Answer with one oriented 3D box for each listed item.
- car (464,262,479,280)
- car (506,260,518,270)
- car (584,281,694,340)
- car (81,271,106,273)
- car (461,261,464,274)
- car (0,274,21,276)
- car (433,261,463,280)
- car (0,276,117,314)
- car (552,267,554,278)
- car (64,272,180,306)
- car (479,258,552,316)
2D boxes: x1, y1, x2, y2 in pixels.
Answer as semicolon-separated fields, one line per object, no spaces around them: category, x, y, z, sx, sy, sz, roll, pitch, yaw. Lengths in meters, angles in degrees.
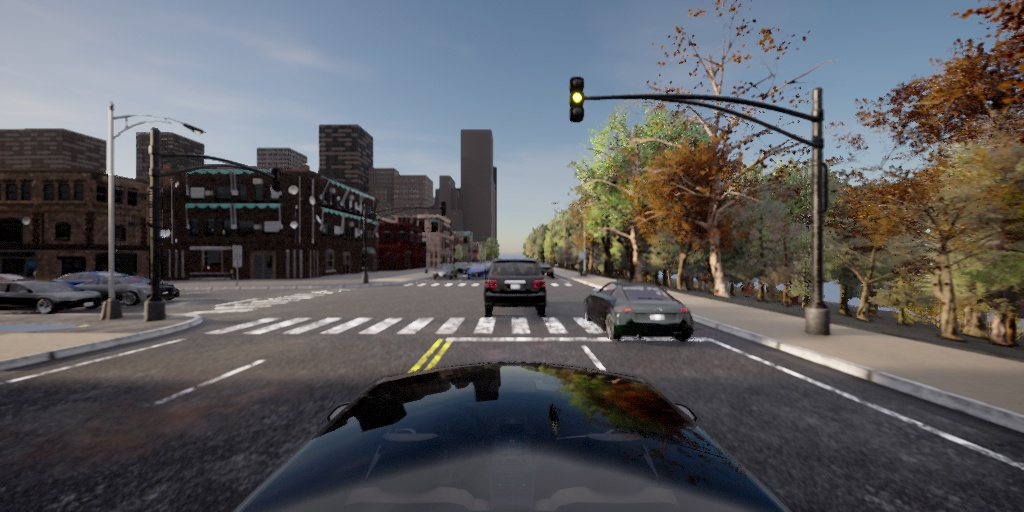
car;-3.330;1.527;36.237;1.882;1.535;5.008;0;0;0
car;0.016;1.650;65.448;2.097;1.767;4.553;0;0;0
car;3.349;1.389;10.216;1.994;1.385;4.181;0;0;1
car;-24.647;1.643;20.972;5.008;1.535;1.882;-1;0;0
car;-6.576;1.484;45.726;2.097;1.767;4.553;0;-1;0
car;-33.809;1.849;23.578;4.207;1.307;1.802;0;0;0
car;-6.580;1.537;35.850;2.128;1.511;4.902;0;0;0
car;-19.943;1.684;15.056;4.313;1.339;1.948;0;0;0
car;3.362;1.571;38.260;1.837;1.490;4.892;0;0;0
car;-19.165;1.670;17.767;4.181;1.385;1.994;-1;0;0
car;0.104;1.082;14.142;2.150;2.045;5.566;0;0;0
